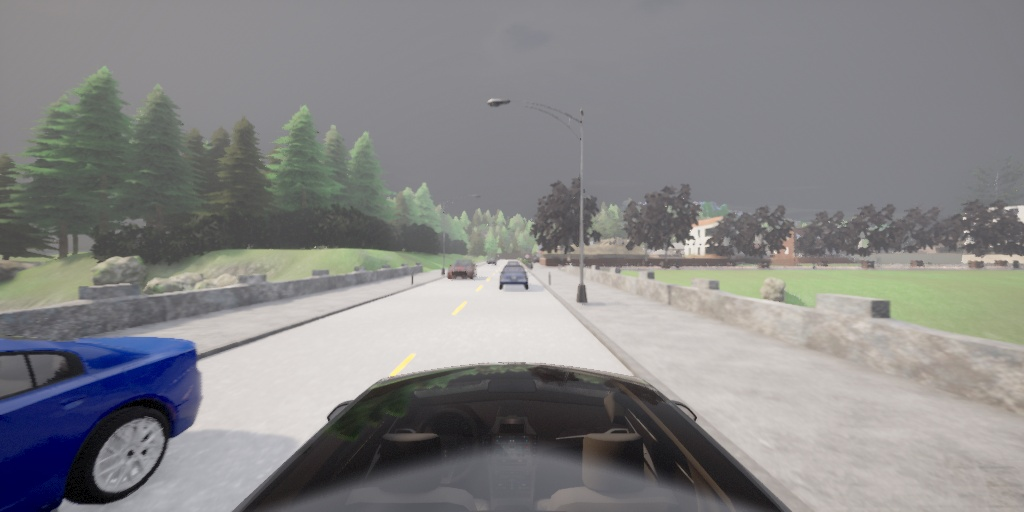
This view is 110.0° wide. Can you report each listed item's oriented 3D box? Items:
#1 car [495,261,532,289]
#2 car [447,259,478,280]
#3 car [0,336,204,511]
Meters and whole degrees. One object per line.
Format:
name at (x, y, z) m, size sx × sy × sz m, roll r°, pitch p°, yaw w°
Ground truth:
car at (0.109, 1.275, 22.885) m, size 2.033 × 1.411 × 5.357 m, roll 0°, pitch 0°, yaw 0°
car at (-4.097, 1.070, 30.092) m, size 2.097 × 1.767 × 4.553 m, roll 0°, pitch 0°, yaw 0°
car at (-4.111, 1.228, 1.563) m, size 1.882 × 1.535 × 5.008 m, roll 0°, pitch 0°, yaw 0°
